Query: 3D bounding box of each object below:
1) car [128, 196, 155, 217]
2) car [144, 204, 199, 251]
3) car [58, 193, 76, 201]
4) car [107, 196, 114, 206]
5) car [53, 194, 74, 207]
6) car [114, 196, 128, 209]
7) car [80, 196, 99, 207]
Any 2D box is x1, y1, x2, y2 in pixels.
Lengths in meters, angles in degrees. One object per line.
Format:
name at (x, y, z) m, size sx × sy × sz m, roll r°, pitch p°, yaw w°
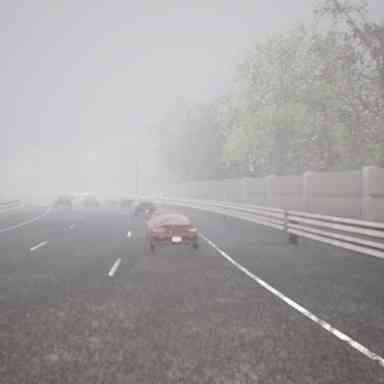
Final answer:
car at (-4.303, 1.315, 29.370) m, size 1.837 × 1.490 × 4.892 m, roll 0°, pitch 0°, yaw -16°
car at (-0.893, 1.434, 13.604) m, size 1.812 × 1.442 × 4.674 m, roll 0°, pitch 0°, yaw -9°
car at (-27.698, 1.093, 73.397) m, size 1.882 × 1.535 × 5.008 m, roll -1°, pitch 1°, yaw -43°
car at (-10.834, 1.243, 47.508) m, size 1.812 × 1.442 × 4.674 m, roll 0°, pitch 1°, yaw -27°
car at (-17.794, 1.114, 45.658) m, size 2.097 × 1.767 × 4.553 m, roll 0°, pitch 0°, yaw -26°
car at (-8.065, 1.228, 40.867) m, size 1.882 × 1.535 × 5.008 m, roll 0°, pitch 0°, yaw -19°
car at (-14.394, 1.304, 46.671) m, size 1.994 × 1.385 × 4.181 m, roll 0°, pitch 1°, yaw -26°
